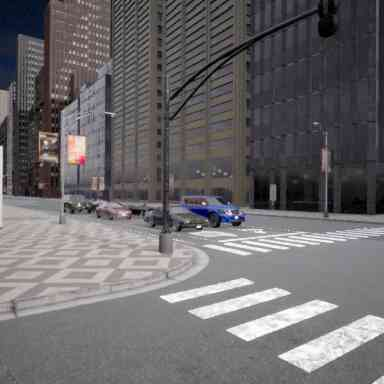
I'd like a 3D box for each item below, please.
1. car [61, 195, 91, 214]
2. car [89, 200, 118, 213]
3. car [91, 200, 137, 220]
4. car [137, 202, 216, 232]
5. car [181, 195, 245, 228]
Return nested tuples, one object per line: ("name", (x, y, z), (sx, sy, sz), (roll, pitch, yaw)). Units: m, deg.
("car", (-13.076, 1.324, 37.492), (2.150, 2.045, 5.566), (1, -1, -36))
("car", (-10.564, 1.653, 39.562), (1.812, 1.442, 4.674), (1, -1, -35))
("car", (-6.851, 1.585, 28.769), (1.812, 1.442, 4.674), (1, -1, -36))
("car", (-1.153, 1.569, 20.803), (2.033, 1.411, 5.357), (1, -1, -35))
("car", (1.175, 1.269, 23.126), (2.150, 2.045, 5.566), (1, -1, -36))
